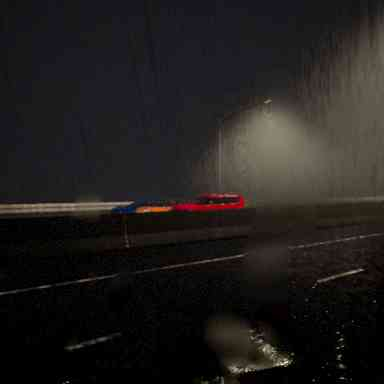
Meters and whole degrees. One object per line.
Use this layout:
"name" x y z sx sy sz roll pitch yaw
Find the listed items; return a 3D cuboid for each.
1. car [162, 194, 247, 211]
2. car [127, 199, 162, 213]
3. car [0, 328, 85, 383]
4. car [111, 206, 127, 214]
"car" 1.155 1.158 21.832 5.566 2.045 2.150 0 0 -35
"car" -1.964 1.288 23.933 4.553 1.767 2.097 0 0 -35
"car" -3.004 1.510 1.600 4.892 1.490 1.837 0 0 -36
"car" -4.030 1.413 26.759 5.008 1.535 1.882 0 0 -35
